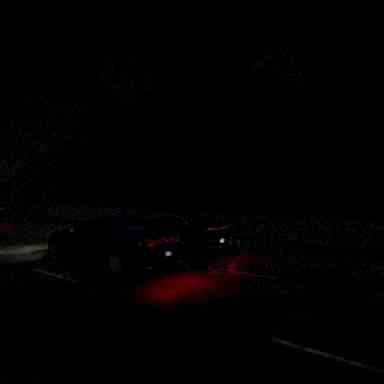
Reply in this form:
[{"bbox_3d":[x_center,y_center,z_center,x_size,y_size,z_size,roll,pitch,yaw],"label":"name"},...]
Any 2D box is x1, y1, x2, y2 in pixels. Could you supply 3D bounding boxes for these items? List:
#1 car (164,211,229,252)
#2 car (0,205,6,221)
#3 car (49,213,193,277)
[{"bbox_3d":[-0.821,1.542,13.552,4.902,1.511,2.128,0,0,38],"label":"car"},{"bbox_3d":[-16.295,1.470,26.011,4.902,1.511,2.128,0,0,41],"label":"car"},{"bbox_3d":[-2.589,1.502,10.493,5.008,1.535,1.882,0,0,38],"label":"car"}]
